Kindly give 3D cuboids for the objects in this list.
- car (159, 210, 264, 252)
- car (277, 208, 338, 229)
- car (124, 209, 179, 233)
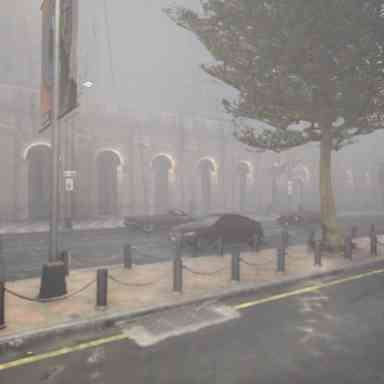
[{"bbox_3d":[1.161,1.637,14.570,4.674,1.442,1.812,1,-1,-35],"label":"car"},{"bbox_3d":[8.240,1.846,23.745,4.718,1.301,1.895,1,0,-35],"label":"car"},{"bbox_3d":[-1.779,1.718,20.651,4.718,1.301,1.895,1,0,-35],"label":"car"}]
